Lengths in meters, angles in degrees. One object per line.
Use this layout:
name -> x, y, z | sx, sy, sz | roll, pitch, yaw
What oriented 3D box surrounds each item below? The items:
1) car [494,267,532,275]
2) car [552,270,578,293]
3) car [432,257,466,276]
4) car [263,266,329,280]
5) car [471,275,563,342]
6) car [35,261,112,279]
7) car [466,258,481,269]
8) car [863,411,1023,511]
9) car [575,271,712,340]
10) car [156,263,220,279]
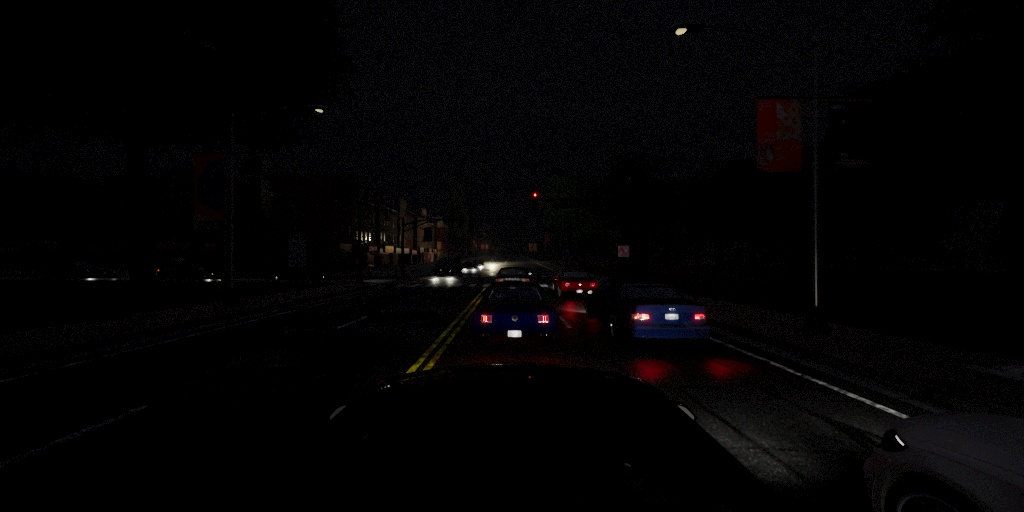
car -> 0.045, 1.314, 19.178 | 1.882, 1.535, 5.008 | 0, 0, 0
car -> 3.296, 1.440, 19.606 | 1.895, 1.301, 4.718 | 0, 0, 0
car -> -7.038, 1.103, 39.716 | 2.150, 2.045, 5.566 | 0, 0, 6
car -> -18.098, 1.449, 30.251 | 4.718, 1.301, 1.895 | 1, 0, 0
car -> 0.078, 1.374, 9.837 | 1.895, 1.301, 4.718 | 0, 0, 0
car -> -36.884, 1.163, 30.260 | 5.008, 1.535, 1.882 | 0, 0, 0
car -> -6.610, 1.341, 57.265 | 1.994, 1.385, 4.181 | 0, 0, 0
car -> 3.344, 1.275, 0.487 | 1.812, 1.442, 4.674 | 0, 0, 0
car -> 3.328, 1.322, 9.963 | 2.033, 1.411, 5.357 | 0, 0, 0
car -> -27.260, 1.325, 30.248 | 4.181, 1.385, 1.994 | 0, 0, 0
